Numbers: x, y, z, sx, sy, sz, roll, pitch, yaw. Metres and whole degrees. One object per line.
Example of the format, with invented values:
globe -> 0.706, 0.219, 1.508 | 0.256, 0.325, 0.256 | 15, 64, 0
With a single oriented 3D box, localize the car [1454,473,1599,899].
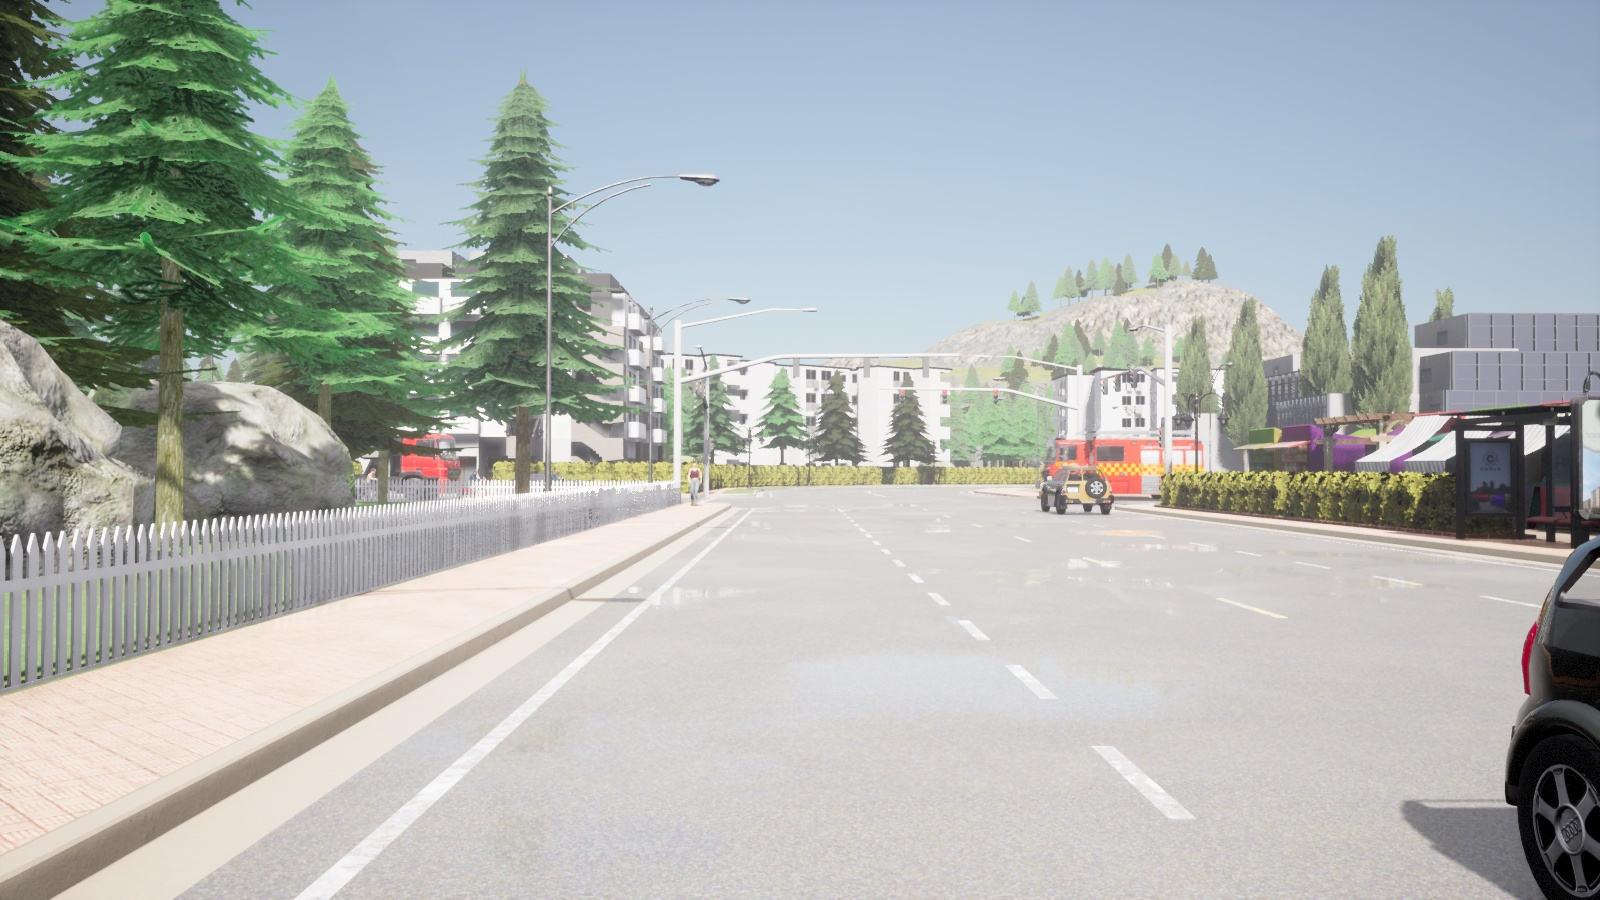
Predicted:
car -> 3.491, 0.831, 3.103 | 1.789, 1.549, 3.705 | 0, -1, 0

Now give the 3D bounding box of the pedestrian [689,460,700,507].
pedestrian -> -4.122, 1.312, 49.115 | 0.345, 1.836, 0.594 | 0, -1, 0

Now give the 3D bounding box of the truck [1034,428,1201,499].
truck -> 17.434, 0.742, 69.363 | 8.468, 3.827, 2.891 | 0, -1, 1

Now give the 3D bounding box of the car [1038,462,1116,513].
car -> 10.378, 1.383, 47.345 | 1.932, 1.855, 4.605 | 0, -1, 0

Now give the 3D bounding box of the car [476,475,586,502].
car -> -14.204, 2.034, 66.552 | 5.357, 1.411, 2.033 | 0, -1, 1

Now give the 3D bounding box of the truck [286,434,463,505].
truck -> -21.319, 0.977, 63.230 | 7.936, 3.462, 2.891 | 0, -1, 1
